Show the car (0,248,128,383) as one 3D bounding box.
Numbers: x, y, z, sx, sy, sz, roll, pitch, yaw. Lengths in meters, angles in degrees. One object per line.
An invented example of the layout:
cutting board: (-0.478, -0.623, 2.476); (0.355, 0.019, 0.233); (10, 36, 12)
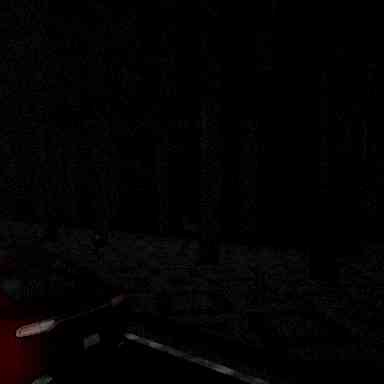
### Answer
car: (-2.951, 1.544, 5.065); (4.507, 1.381, 1.887); (0, 0, 36)
